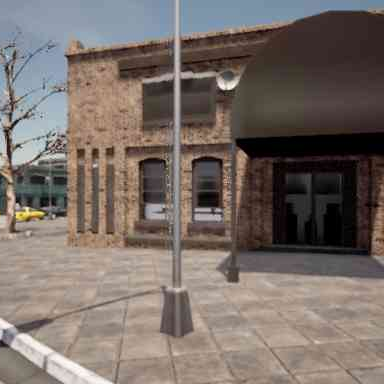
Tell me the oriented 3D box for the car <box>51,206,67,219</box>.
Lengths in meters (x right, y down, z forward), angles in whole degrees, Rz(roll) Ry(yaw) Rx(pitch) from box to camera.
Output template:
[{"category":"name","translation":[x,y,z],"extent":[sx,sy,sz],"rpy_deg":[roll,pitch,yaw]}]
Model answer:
[{"category":"car","translation":[-16.841,2.489,40.478],"extent":[1.837,1.490,4.892],"rpy_deg":[0,-1,9]}]

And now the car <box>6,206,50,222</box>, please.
[{"category":"car","translation":[-17.368,2.314,35.089],"extent":[1.801,1.575,5.366],"rpy_deg":[0,-1,1]}]
